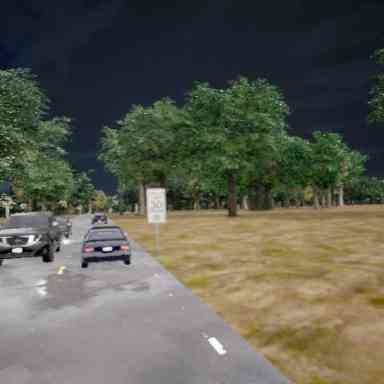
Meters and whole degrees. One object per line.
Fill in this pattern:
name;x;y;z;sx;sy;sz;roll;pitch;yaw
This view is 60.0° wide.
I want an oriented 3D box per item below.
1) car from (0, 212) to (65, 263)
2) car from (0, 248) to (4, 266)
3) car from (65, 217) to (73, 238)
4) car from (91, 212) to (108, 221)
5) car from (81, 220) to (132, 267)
car;-7.235;1.946;14.981;2.150;2.045;5.566;-1;-2;-16
car;-4.025;1.764;3.664;2.033;1.411;5.357;-1;-2;-15
car;-10.234;2.694;25.458;1.837;1.490;4.892;-1;-2;-16
car;-12.129;3.413;43.534;1.837;1.490;4.892;-1;-2;-16
car;-3.634;2.138;13.973;2.033;1.411;5.357;-1;-2;-16
